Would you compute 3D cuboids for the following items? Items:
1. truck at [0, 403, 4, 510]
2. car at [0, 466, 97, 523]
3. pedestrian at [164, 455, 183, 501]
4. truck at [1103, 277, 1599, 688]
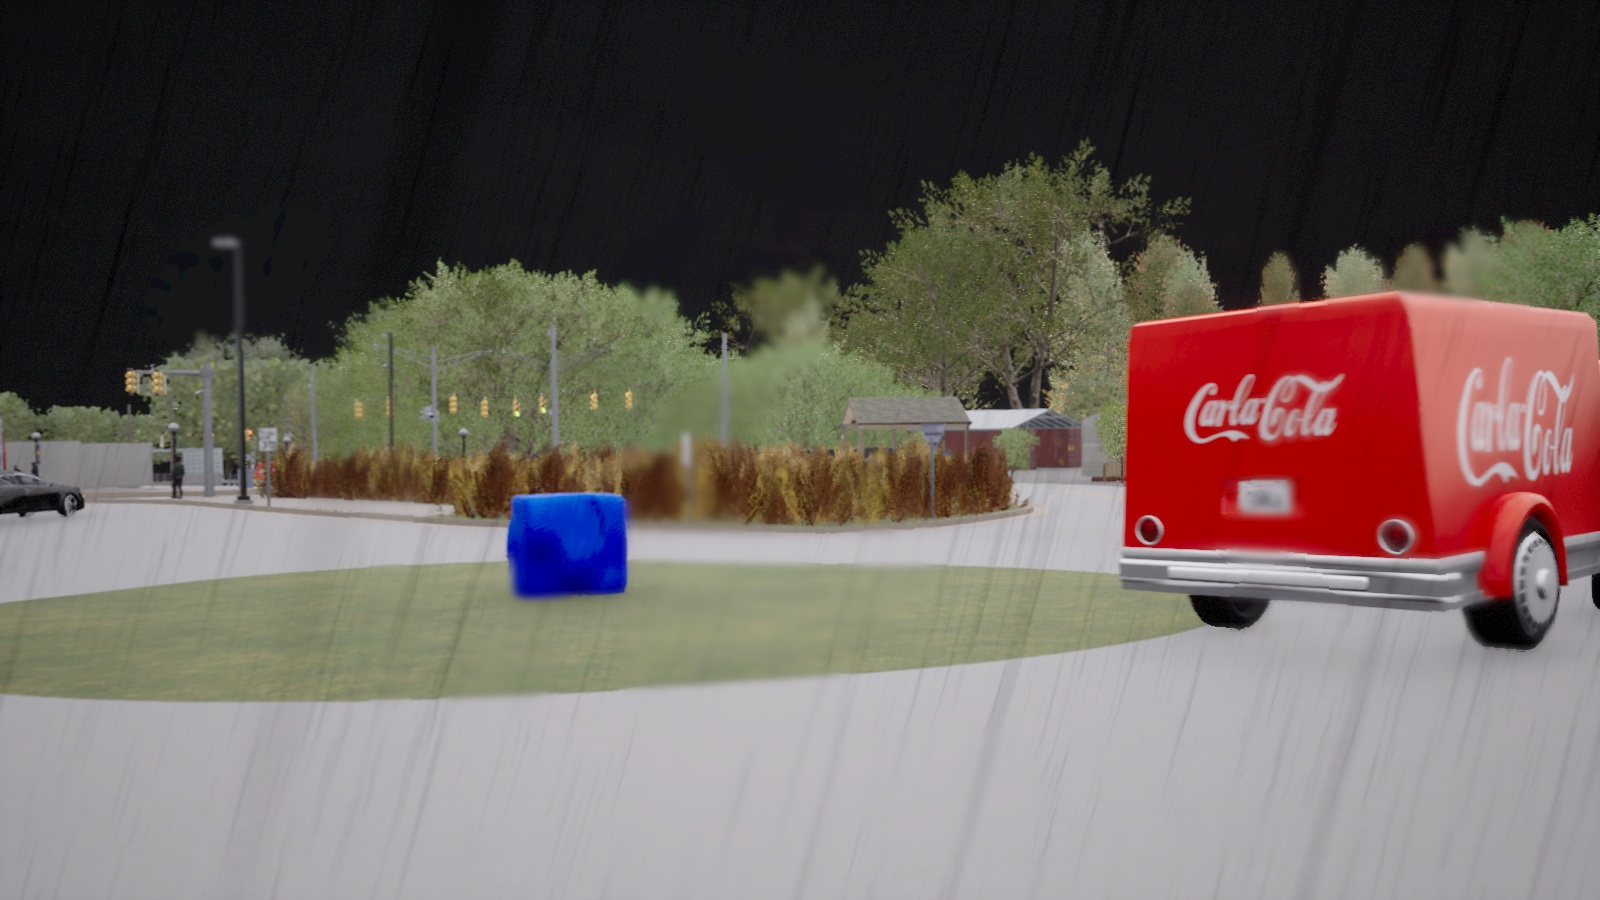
[{"bbox_3d":[-32.444,0.361,46.612,8.468,3.827,2.891,-2,0,44],"label":"truck"},{"bbox_3d":[-23.987,1.348,37.808,2.128,1.511,4.902,-1,1,14],"label":"car"},{"bbox_3d":[-27.078,1.210,54.264,0.788,1.949,0.423,0,1,37],"label":"pedestrian"},{"bbox_3d":[5.166,0.178,10.243,5.204,2.467,2.627,-1,0,-41],"label":"truck"}]
